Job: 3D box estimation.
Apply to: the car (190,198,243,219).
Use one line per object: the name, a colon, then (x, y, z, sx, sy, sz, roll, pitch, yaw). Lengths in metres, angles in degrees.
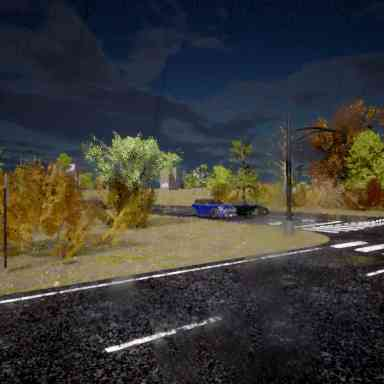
car: (1.823, 1.361, 29.197, 2.097, 1.767, 4.553, 0, 0, -38)

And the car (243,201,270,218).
car: (5.032, 1.553, 30.376, 1.994, 1.385, 4.181, 0, 0, -38)

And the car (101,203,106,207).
car: (-14.189, 1.528, 49.645, 2.033, 1.411, 5.357, 0, 0, -38)
